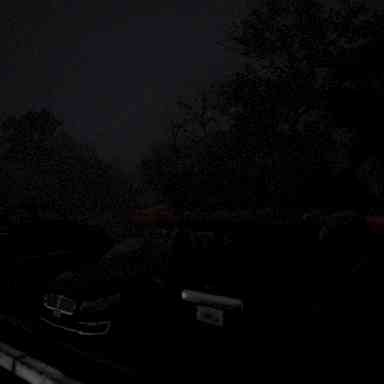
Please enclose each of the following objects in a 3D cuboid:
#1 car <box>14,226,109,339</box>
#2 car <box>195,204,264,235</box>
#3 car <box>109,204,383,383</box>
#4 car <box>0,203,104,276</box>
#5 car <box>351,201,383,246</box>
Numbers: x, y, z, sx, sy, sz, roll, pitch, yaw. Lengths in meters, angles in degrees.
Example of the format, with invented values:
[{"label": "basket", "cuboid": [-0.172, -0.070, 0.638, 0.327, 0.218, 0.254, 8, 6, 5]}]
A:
[{"label": "car", "cuboid": [-0.575, 1.523, 6.858, 2.231, 1.521, 4.892, -1, -1, 35]}, {"label": "car", "cuboid": [2.470, 1.607, 20.754, 2.097, 1.535, 5.008, -1, -1, 36]}, {"label": "car", "cuboid": [1.719, 1.235, 5.249, 2.435, 2.045, 5.566, -1, -1, 35]}, {"label": "car", "cuboid": [-5.126, 1.357, 10.135, 2.435, 2.045, 5.566, -1, -1, 36]}, {"label": "car", "cuboid": [9.248, 1.361, 15.872, 2.185, 1.767, 4.553, -1, -1, 35]}]
